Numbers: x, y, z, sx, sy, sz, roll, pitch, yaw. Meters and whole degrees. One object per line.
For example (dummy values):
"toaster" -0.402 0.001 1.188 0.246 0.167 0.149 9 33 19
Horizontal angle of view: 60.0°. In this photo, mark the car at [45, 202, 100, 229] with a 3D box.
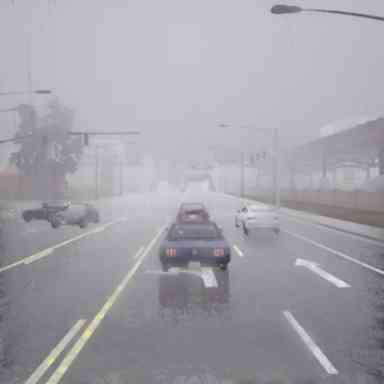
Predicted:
"car" -7.099 1.406 20.732 1.812 1.442 4.674 0 0 0

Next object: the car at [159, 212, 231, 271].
"car" 0.070 1.559 10.725 1.895 1.301 4.718 0 0 0

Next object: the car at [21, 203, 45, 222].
"car" -10.575 1.448 24.528 1.895 1.301 4.718 0 1 0

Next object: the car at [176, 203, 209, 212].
"car" 0.038 1.385 20.556 2.163 1.488 4.792 0 0 -1

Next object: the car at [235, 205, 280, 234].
"car" 3.548 1.427 18.427 1.812 1.442 4.674 0 0 0
